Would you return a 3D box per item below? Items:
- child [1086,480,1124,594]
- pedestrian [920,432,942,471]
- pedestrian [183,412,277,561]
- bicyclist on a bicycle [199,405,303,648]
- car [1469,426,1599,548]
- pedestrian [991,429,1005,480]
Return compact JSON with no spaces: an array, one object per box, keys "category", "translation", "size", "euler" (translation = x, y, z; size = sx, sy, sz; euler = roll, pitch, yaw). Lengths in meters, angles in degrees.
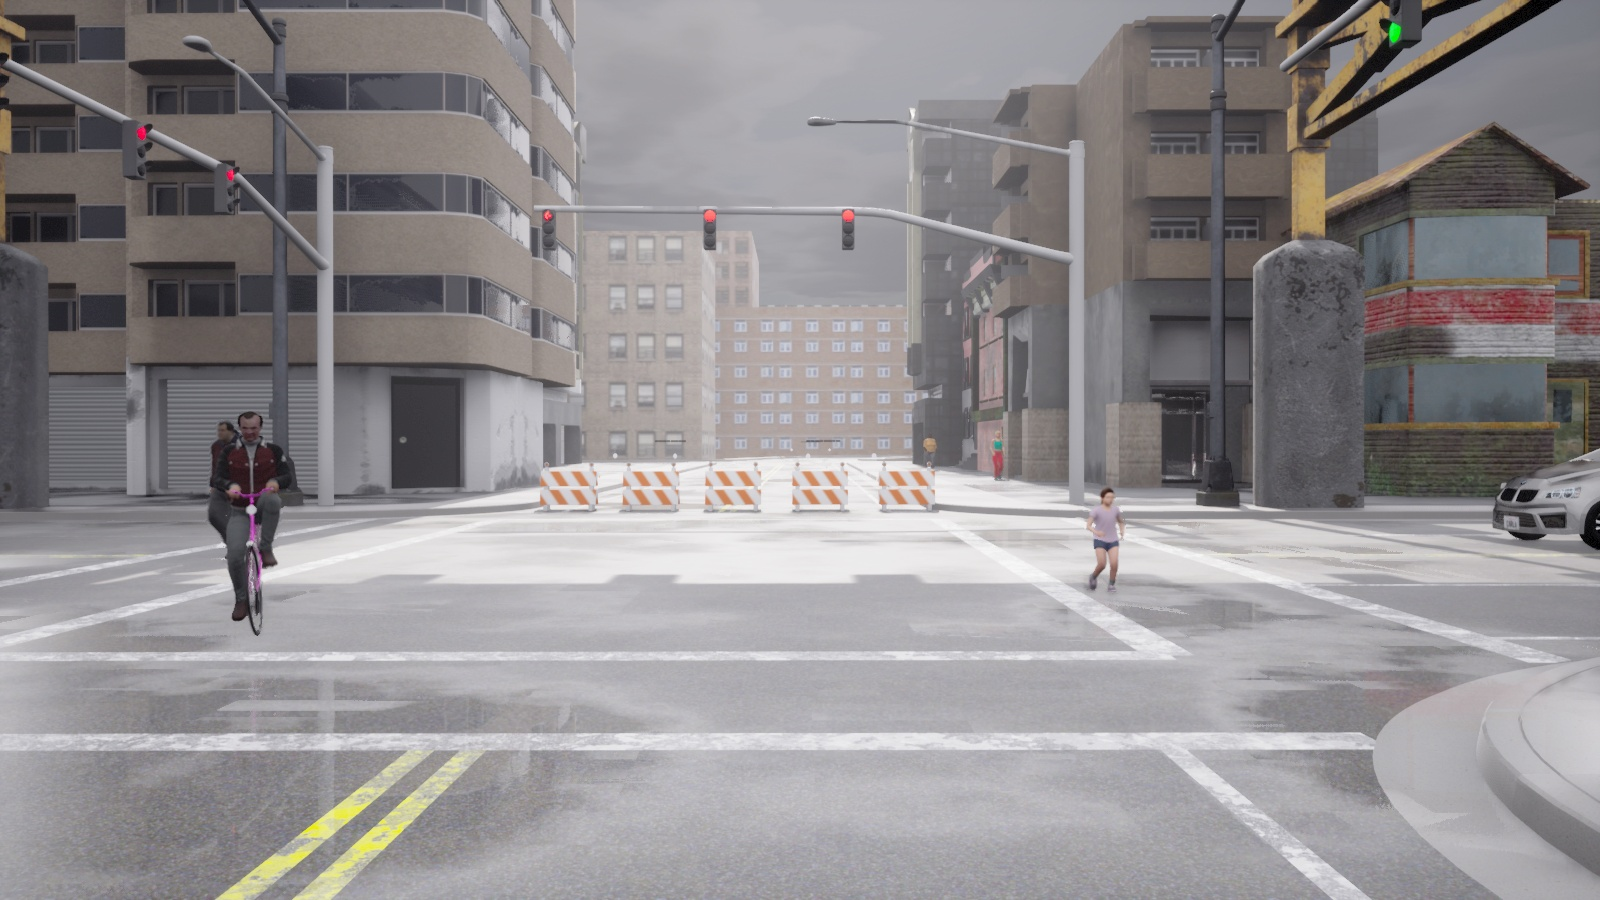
[{"category":"child","translation":[3.036,0.860,12.508],"size":[0.255,1.110,0.394],"euler":[0,0,-4]},{"category":"pedestrian","translation":[6.187,0.077,59.379],"size":[0.874,1.855,0.900],"euler":[0,0,-4]},{"category":"pedestrian","translation":[-7.244,0.446,15.994],"size":[0.634,1.844,0.899],"euler":[0,0,21]},{"category":"bicyclist on a bicycle","translation":[-4.410,0.555,10.173],"size":[0.659,1.776,1.843],"euler":[-2,1,-22]},{"category":"car","translation":[12.614,0.497,18.226],"size":[4.611,1.667,2.242],"euler":[0,0,0]},{"category":"pedestrian","translation":[7.096,0.160,44.970],"size":[0.345,1.836,0.594],"euler":[0,0,-6]}]
